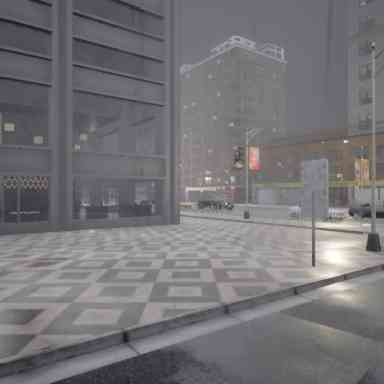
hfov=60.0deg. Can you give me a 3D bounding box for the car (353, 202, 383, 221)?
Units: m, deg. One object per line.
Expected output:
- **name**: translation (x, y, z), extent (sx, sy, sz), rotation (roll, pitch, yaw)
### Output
- **car**: translation (14.646, 1.532, 25.643), extent (2.128, 1.511, 4.902), rotation (0, 0, -39)

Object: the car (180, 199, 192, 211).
- **car**: translation (-1.858, 1.603, 42.810), extent (1.882, 1.535, 5.008), rotation (0, 0, -36)

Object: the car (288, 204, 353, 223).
- **car**: translation (9.876, 1.581, 26.536), extent (1.812, 1.442, 4.674), rotation (0, 0, -36)

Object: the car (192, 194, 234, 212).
- **car**: translation (2.849, 1.336, 41.828), extent (2.150, 2.045, 5.566), rotation (0, 0, -36)
